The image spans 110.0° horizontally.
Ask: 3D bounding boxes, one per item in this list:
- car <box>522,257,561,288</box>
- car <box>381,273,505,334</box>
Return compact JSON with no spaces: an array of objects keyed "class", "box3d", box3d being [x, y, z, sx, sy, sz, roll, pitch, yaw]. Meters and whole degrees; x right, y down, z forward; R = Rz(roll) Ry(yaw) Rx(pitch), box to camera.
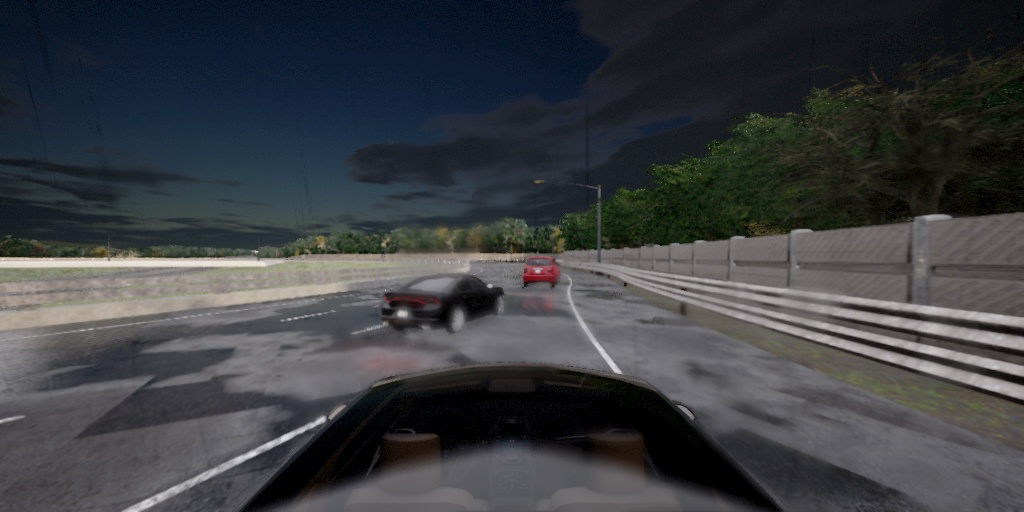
[{"class":"car","box3d":[2.111,1.069,24.822,2.150,2.045,5.566,0,0,11]},{"class":"car","box3d":[-1.788,1.258,10.936,1.882,1.535,5.008,0,0,20]}]
